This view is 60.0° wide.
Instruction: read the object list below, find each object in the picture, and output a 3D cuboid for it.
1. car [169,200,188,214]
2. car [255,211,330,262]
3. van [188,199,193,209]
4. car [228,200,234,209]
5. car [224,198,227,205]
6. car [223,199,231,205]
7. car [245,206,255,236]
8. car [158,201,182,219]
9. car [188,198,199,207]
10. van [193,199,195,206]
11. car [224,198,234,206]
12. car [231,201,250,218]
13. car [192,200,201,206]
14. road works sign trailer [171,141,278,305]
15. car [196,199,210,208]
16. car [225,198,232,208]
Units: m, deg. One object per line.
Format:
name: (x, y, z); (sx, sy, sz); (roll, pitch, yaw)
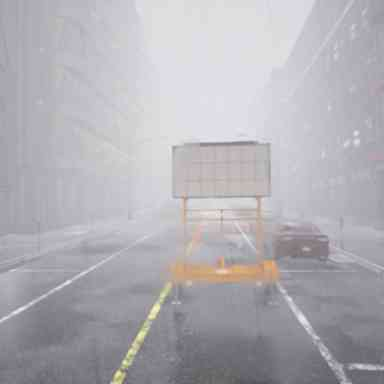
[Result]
car: (-2.088, 1.884, 40.646); (2.192, 1.841, 5.009); (1, -1, 4)
car: (3.674, 1.642, 12.414); (1.887, 1.381, 4.507); (0, -1, 4)
van: (-1.253, 2.054, 51.672); (1.690, 1.788, 3.998); (1, -1, 4)
car: (5.761, 1.986, 39.987); (2.008, 1.369, 4.403); (0, -1, 4)
car: (7.432, 2.277, 62.044); (1.887, 1.381, 4.507); (0, -1, 4)
car: (9.488, 2.579, 89.623); (1.967, 1.590, 4.097); (0, -1, 4)
car: (4.104, 1.689, 18.100); (1.752, 1.417, 4.829); (0, -1, 4)
car: (-2.521, 2.023, 34.959); (1.752, 1.417, 4.829); (1, -1, 4)
car: (0.418, 2.339, 73.730); (2.192, 1.841, 5.009); (0, -1, 4)
van: (-0.836, 2.130, 57.188); (1.690, 1.788, 3.998); (0, -1, 4)
car: (8.653, 2.287, 78.594); (2.192, 1.841, 5.009); (0, -1, 4)
car: (5.344, 1.910, 34.472); (1.887, 1.381, 4.507); (0, -1, 4)
car: (1.251, 2.754, 84.756); (1.947, 1.339, 4.313); (0, -1, 4)
road works sign trailer: (0.740, 0.556, 8.306); (2.380, 3.560, 2.880); (-1, -1, 4)
car: (2.434, 2.235, 66.700); (2.097, 1.767, 4.553); (-1, -1, 4)
car: (7.015, 2.200, 56.531); (1.887, 1.381, 4.507); (0, -1, 4)
